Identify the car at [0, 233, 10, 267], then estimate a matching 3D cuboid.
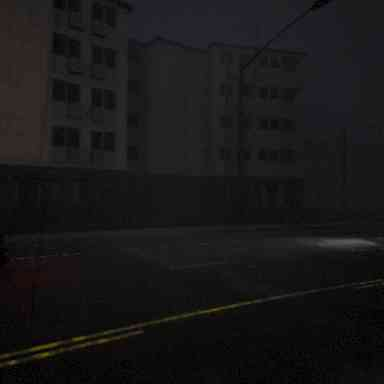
[{"bbox_3d":[-6.789,1.438,7.546,4.674,1.442,1.812,0,0,-35],"label":"car"}]
